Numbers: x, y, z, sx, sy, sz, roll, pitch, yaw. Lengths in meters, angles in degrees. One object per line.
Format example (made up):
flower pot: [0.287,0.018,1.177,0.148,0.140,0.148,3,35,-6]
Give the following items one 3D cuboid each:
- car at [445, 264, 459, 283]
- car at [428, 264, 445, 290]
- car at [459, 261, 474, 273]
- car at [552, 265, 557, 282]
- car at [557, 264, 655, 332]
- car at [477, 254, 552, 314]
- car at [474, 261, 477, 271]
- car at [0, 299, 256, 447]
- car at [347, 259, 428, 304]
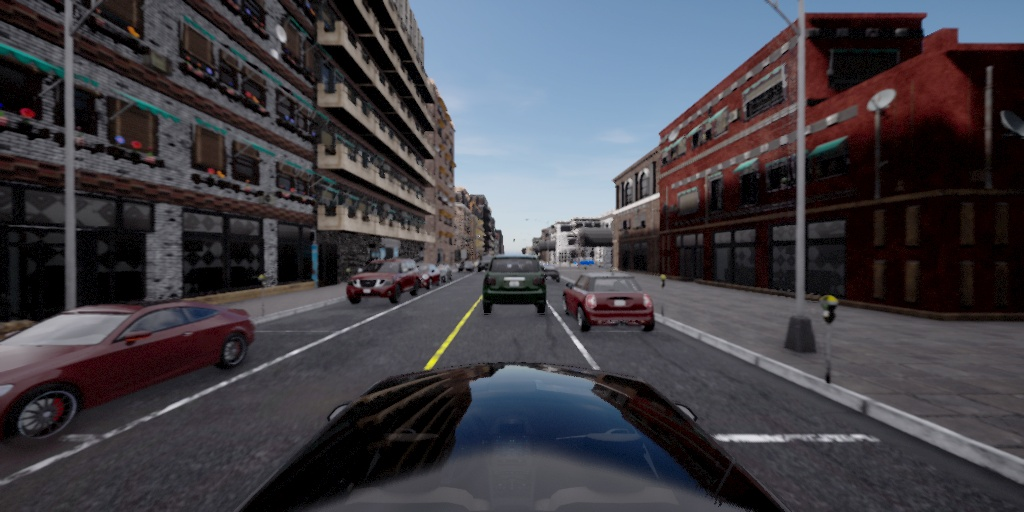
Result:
car: [-5.684,1.303,27.967,2.007,1.370,4.403,0,0,0]
car: [-5.685,1.191,22.270,1.967,1.591,4.097,0,0,0]
car: [-5.680,1.331,45.057,1.948,1.339,4.313,0,0,0]
car: [2.697,1.303,27.960,2.007,1.370,4.403,0,0,0]
car: [2.692,1.189,10.871,1.967,1.591,4.097,0,0,0]
car: [0.088,0.970,13.917,2.150,2.045,5.566,0,0,0]
car: [-3.076,0.987,45.075,2.150,2.045,5.566,0,0,0]
car: [-5.690,1.332,5.180,1.802,1.307,4.207,0,0,0]
car: [-5.687,1.064,16.573,2.192,1.841,5.009,0,0,0]
